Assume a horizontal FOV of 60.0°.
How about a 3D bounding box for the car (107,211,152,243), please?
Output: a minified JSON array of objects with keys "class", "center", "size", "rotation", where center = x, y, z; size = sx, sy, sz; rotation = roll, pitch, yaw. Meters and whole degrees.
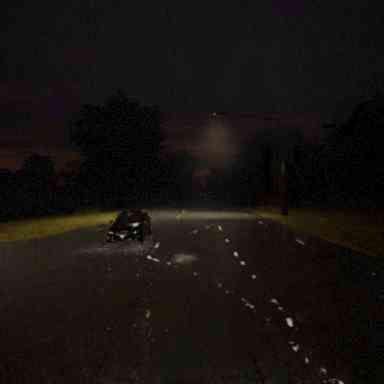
[{"class":"car","center":[-3.410,1.885,18.811],"size":[1.837,1.490,4.892],"rotation":[-2,1,1]}]
